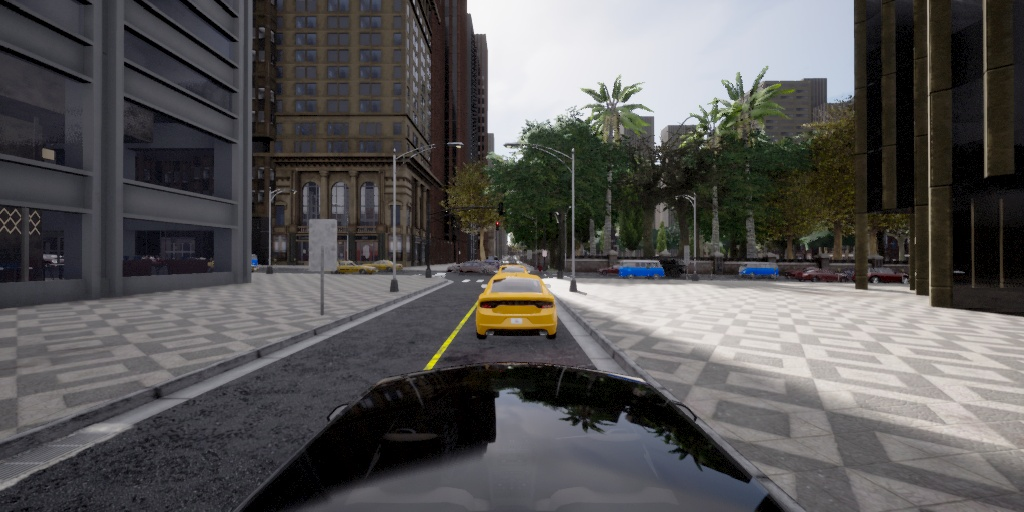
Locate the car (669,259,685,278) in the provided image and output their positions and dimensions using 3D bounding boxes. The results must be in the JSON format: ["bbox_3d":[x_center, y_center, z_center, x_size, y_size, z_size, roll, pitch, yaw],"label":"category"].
[{"bbox_3d":[15.808,1.293,38.994,5.566,2.045,2.150,1,0,0],"label":"car"}]

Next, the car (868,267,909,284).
[{"bbox_3d":[34.035,1.779,33.019,4.097,1.591,1.967,0,0,0],"label":"car"}]

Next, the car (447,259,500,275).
[{"bbox_3d":[-4.323,1.309,39.120,5.357,1.411,2.033,0,0,0],"label":"car"}]

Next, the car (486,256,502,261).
[{"bbox_3d":[-2.975,1.036,54.563,2.150,2.045,5.566,0,0,0],"label":"car"}]

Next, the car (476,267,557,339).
[{"bbox_3d":[0.112,1.230,10.108,1.882,1.535,5.008,0,0,0],"label":"car"}]

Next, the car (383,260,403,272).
[{"bbox_3d":[-15.272,1.102,41.851,4.829,1.417,1.751,0,0,0],"label":"car"}]

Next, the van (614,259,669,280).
[{"bbox_3d":[11.942,1.315,33.156,3.998,1.789,1.690,0,0,0],"label":"van"}]

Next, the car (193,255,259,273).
[{"bbox_3d":[-26.316,0.868,33.395,4.829,1.417,1.751,0,0,0],"label":"car"}]

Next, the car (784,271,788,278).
[{"bbox_3d":[34.077,1.933,41.544,4.507,1.381,1.888,0,0,0],"label":"car"}]

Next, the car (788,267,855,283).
[{"bbox_3d":[28.512,1.830,33.053,4.207,1.307,1.802,0,0,0],"label":"car"}]

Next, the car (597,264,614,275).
[{"bbox_3d":[11.984,1.606,41.682,4.207,1.307,1.802,0,0,0],"label":"car"}]

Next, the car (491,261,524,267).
[{"bbox_3d":[0.042,1.235,20.168,1.882,1.535,5.008,0,0,0],"label":"car"}]

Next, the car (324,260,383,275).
[{"bbox_3d":[-14.975,1.053,33.324,4.829,1.417,1.751,0,0,0],"label":"car"}]

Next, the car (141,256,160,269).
[{"bbox_3d":[-40.833,0.670,39.350,4.674,1.442,1.812,1,0,0],"label":"car"}]

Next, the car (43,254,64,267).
[{"bbox_3d":[-43.498,0.508,33.502,4.097,1.591,1.967,0,0,0],"label":"car"}]

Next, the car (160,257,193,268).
[{"bbox_3d":[-37.782,0.775,41.991,4.313,1.339,1.948,0,0,0],"label":"car"}]

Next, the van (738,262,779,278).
[{"bbox_3d":[28.554,1.638,41.579,3.998,1.789,1.690,0,0,0],"label":"van"}]
